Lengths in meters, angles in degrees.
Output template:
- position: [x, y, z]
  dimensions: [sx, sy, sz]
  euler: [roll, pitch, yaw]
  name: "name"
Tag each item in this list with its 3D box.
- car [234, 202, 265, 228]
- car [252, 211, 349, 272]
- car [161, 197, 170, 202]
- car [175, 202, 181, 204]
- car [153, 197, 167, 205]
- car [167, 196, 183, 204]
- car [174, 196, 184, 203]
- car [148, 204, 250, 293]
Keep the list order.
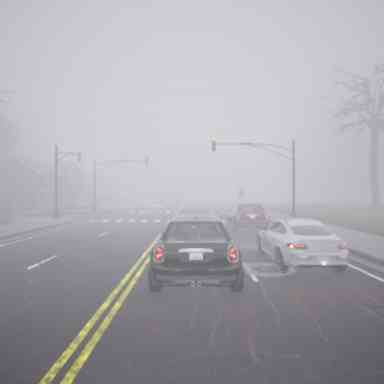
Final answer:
- position: [3.361, 1.409, 20.490]
  dimensions: [2.097, 1.767, 4.553]
  euler: [0, 0, 1]
  name: "car"
- position: [3.358, 1.556, 10.732]
  dimensions: [1.812, 1.442, 4.674]
  euler: [0, 0, 0]
  name: "car"
- position: [-6.300, 1.763, 79.203]
  dimensions: [1.895, 1.301, 4.718]
  euler: [0, 0, 0]
  name: "car"
- position: [0.088, 1.529, 18.411]
  dimensions: [1.882, 1.535, 5.008]
  euler: [0, 0, 0]
  name: "car"
- position: [-6.372, 1.644, 63.909]
  dimensions: [2.128, 1.511, 4.902]
  euler: [0, 0, 1]
  name: "car"
- position: [-3.125, 1.655, 63.865]
  dimensions: [1.837, 1.490, 4.892]
  euler: [0, 0, 1]
  name: "car"
- position: [-3.050, 1.693, 79.224]
  dimensions: [2.128, 1.511, 4.902]
  euler: [0, 0, 0]
  name: "car"
- position: [0.099, 1.377, 9.109]
  dimensions: [2.097, 1.767, 4.553]
  euler: [0, 0, 0]
  name: "car"
